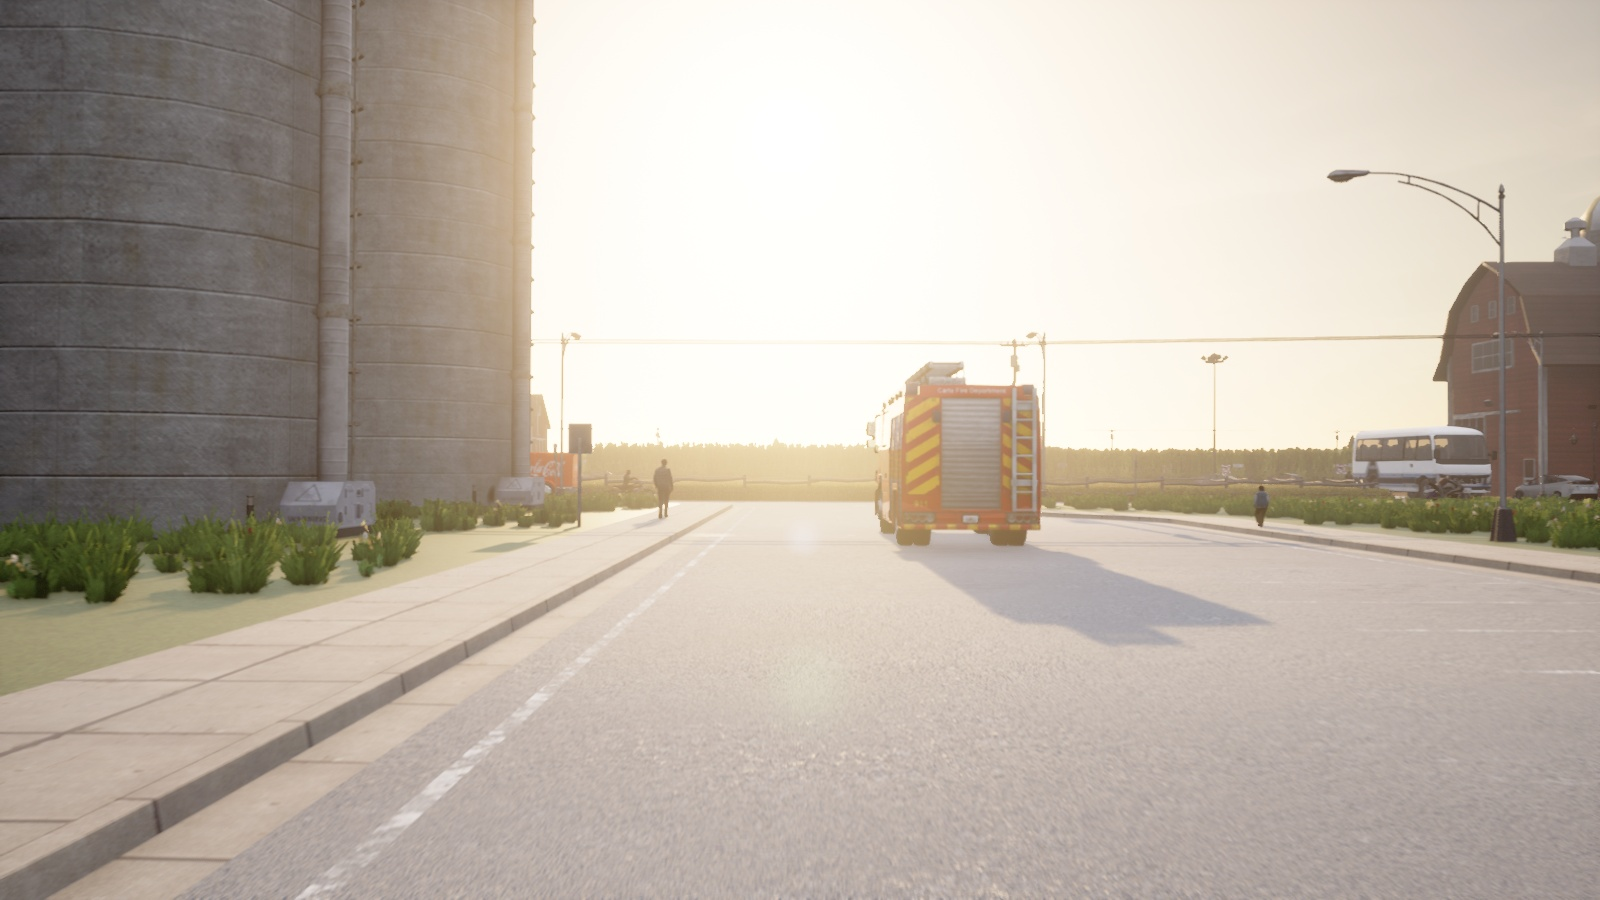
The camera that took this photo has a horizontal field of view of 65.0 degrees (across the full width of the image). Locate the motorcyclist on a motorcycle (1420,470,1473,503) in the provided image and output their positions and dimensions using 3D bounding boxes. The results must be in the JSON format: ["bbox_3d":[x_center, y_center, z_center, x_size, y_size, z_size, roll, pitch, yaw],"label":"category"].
[{"bbox_3d":[30.695,1.714,59.608,2.191,1.530,0.866,0,-1,-13],"label":"motorcyclist on a motorcycle"}]

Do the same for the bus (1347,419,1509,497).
[{"bbox_3d":[36.262,0.518,73.161,3.944,4.253,10.273,0,-1,-2],"label":"bus"}]

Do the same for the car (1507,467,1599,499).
[{"bbox_3d":[38.074,1.660,63.316,2.007,1.525,4.514,0,-1,-4],"label":"car"}]

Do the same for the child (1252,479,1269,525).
[{"bbox_3d":[11.964,1.348,32.633,0.343,1.192,0.448,0,-1,12],"label":"child"}]

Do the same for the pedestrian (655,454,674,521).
[{"bbox_3d":[-3.996,1.107,37.072,0.423,1.949,0.788,0,-1,3],"label":"pedestrian"}]

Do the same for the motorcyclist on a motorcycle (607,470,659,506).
[{"bbox_3d":[-7.877,1.791,59.409,2.350,1.649,0.766,0,-1,1],"label":"motorcyclist on a motorcycle"}]

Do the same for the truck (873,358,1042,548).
[{"bbox_3d":[3.425,0.133,29.657,2.891,3.827,8.468,0,-1,0],"label":"truck"}]

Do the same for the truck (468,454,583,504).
[{"bbox_3d":[-13.715,1.440,62.995,5.204,2.467,2.627,0,-1,1],"label":"truck"}]
